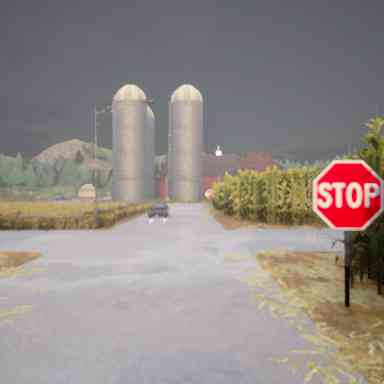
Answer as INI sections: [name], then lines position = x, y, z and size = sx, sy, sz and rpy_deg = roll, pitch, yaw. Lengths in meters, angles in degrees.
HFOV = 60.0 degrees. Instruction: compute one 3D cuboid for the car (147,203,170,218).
[car]
position = -3.101, 1.747, 32.112
size = 2.033, 1.411, 5.357
rpy_deg = 0, 0, 0
